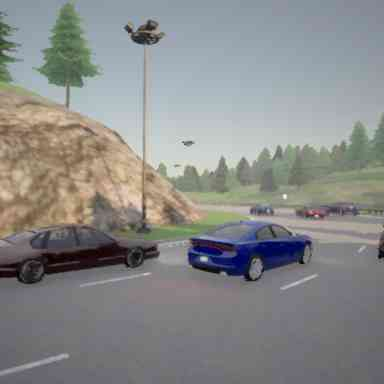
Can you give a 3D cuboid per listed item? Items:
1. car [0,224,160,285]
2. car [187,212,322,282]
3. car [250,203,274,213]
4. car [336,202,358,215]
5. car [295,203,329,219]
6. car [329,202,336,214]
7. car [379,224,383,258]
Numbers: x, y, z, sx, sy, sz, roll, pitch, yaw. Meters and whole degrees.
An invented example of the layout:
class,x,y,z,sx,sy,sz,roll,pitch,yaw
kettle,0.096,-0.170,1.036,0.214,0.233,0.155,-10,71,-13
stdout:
class,x,y,z,sx,sy,sz,roll,pitch,yaw
car,-3.601,1.672,9.962,5.357,1.411,2.033,1,-1,-40
car,2.021,1.629,10.467,1.882,1.535,5.008,0,0,44
car,8.561,2.113,40.992,1.812,1.442,4.674,1,-1,-8
car,18.924,1.992,42.213,2.097,1.767,4.553,0,-1,-7
car,12.479,2.126,35.364,1.895,1.301,4.718,0,-1,1
car,15.355,2.111,41.618,2.128,1.511,4.902,1,-1,-7
car,8.450,1.732,12.892,1.812,1.442,4.674,0,-1,35
